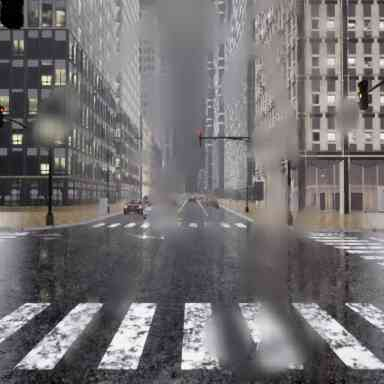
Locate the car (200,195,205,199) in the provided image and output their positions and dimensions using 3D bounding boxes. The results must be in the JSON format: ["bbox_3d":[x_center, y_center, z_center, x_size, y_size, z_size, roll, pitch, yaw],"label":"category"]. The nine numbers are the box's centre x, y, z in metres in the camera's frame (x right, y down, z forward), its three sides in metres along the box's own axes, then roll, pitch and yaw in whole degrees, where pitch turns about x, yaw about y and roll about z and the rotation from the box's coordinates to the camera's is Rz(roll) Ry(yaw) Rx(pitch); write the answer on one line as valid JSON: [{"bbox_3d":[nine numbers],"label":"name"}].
[{"bbox_3d":[2.703,1.547,56.242,1.752,1.417,4.829,1,0,0],"label":"car"}]

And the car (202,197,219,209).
[{"bbox_3d":[2.701,1.599,44.916,1.802,1.307,4.206,1,0,0],"label":"car"}]

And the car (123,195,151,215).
[{"bbox_3d":[-5.675,1.453,33.704,1.967,1.590,4.097,1,0,0],"label":"car"}]

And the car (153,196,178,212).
[{"bbox_3d":[-3.101,1.562,38.841,2.033,1.411,5.357,0,0,0],"label":"car"}]

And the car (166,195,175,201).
[{"bbox_3d":[-5.679,1.587,89.455,2.008,1.369,4.403,1,0,0],"label":"car"}]

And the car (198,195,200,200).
[{"bbox_3d":[2.702,1.590,61.649,1.947,1.339,4.313,1,0,0],"label":"car"}]

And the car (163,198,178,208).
[{"bbox_3d":[-3.095,1.620,49.134,1.895,1.301,4.718,0,0,0],"label":"car"}]

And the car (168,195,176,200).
[{"bbox_3d":[-5.680,1.605,95.030,1.947,1.339,4.313,1,0,0],"label":"car"}]

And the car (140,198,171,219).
[{"bbox_3d":[-3.106,1.537,29.176,1.812,1.442,4.674,0,0,0],"label":"car"}]

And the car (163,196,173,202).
[{"bbox_3d":[-5.679,1.582,78.305,2.008,1.369,4.403,1,0,0],"label":"car"}]

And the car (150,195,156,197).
[{"bbox_3d":[-5.673,1.332,44.854,2.192,1.841,5.009,1,0,0],"label":"car"}]

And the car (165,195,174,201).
[{"bbox_3d":[-5.679,1.578,83.880,1.887,1.381,4.507,1,0,0],"label":"car"}]

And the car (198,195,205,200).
[{"bbox_3d":[2.701,1.584,95.112,1.887,1.381,4.507,1,0,0],"label":"car"}]

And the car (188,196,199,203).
[{"bbox_3d":[0.081,1.574,70.418,2.033,1.411,5.357,0,0,0],"label":"car"}]
